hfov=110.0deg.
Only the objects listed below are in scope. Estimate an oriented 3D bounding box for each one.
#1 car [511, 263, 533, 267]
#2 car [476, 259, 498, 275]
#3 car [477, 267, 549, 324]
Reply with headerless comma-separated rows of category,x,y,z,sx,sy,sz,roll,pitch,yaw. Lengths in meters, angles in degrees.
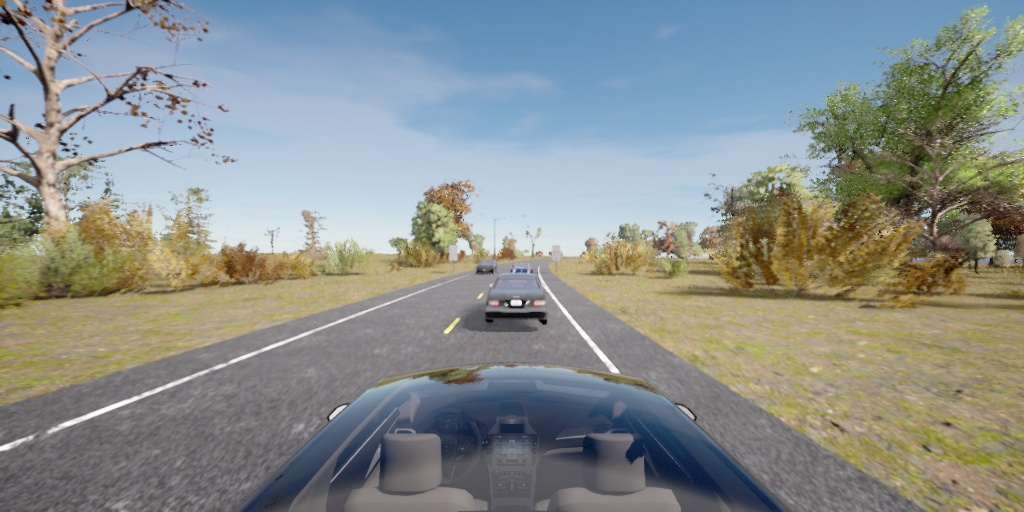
car,0.873,1.233,31.347,1.895,1.301,4.718,0,0,2
car,-2.522,1.087,36.992,1.882,1.535,5.008,0,0,3
car,0.196,1.257,11.816,2.033,1.411,5.357,0,0,2
